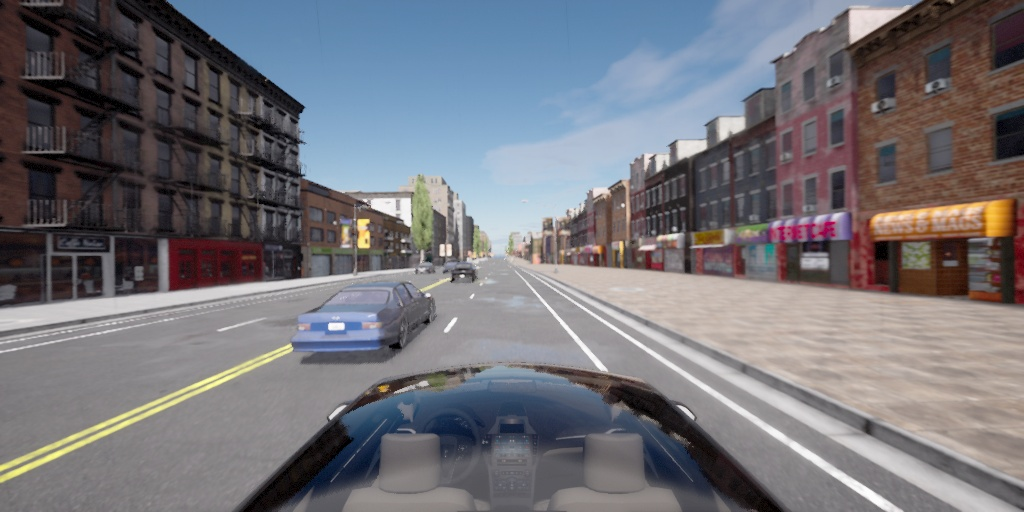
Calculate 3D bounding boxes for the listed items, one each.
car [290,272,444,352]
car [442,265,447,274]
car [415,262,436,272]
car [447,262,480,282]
[{"bbox_3d":[-3.278,1.331,9.074,2.033,1.411,5.357,-1,0,-1],"label":"car"},{"bbox_3d":[-7.562,1.476,45.702,2.033,1.411,5.357,-1,-1,-1],"label":"car"},{"bbox_3d":[-10.803,1.497,44.994,1.812,1.442,4.674,-1,-1,-1],"label":"car"},{"bbox_3d":[-3.793,1.264,29.190,1.837,1.490,4.892,-1,0,-1],"label":"car"}]
